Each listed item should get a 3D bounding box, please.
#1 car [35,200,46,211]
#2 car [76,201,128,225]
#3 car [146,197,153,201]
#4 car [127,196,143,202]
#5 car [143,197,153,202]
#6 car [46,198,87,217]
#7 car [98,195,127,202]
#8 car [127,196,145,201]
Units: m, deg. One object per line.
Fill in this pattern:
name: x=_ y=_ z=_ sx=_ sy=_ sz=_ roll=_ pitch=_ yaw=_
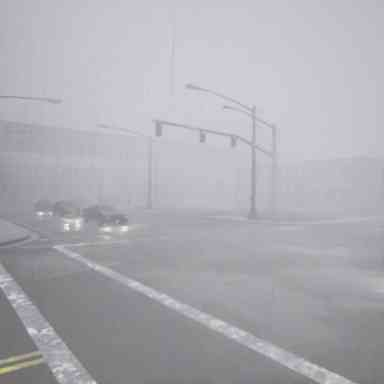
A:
car: x=-18.384 y=1.700 z=41.602 sx=1.994 sy=1.385 sz=4.181 roll=1 pitch=-1 yaw=-32
car: x=-6.799 y=1.681 z=25.468 sx=2.033 sy=1.411 sz=5.357 roll=1 pitch=-1 yaw=-36
car: x=-11.908 y=1.922 z=92.974 sx=1.853 sy=1.218 sz=4.536 roll=1 pitch=0 yaw=-5
car: x=-15.636 y=2.037 z=92.859 sx=4.974 sy=1.542 sz=2.038 roll=0 pitch=-1 yaw=25
car: x=-11.905 y=2.079 z=92.921 sx=2.038 sy=1.542 sz=4.974 roll=1 pitch=0 yaw=-5
car: x=-12.672 y=1.625 z=33.455 sx=2.128 sy=1.511 sz=4.902 roll=1 pitch=-1 yaw=-36
car: x=-16.223 y=1.586 z=66.593 sx=2.150 sy=2.045 sz=5.566 roll=0 pitch=-1 yaw=29
car: x=-15.681 y=1.880 z=92.881 sx=4.536 sy=1.218 sz=1.853 roll=0 pitch=-1 yaw=25
